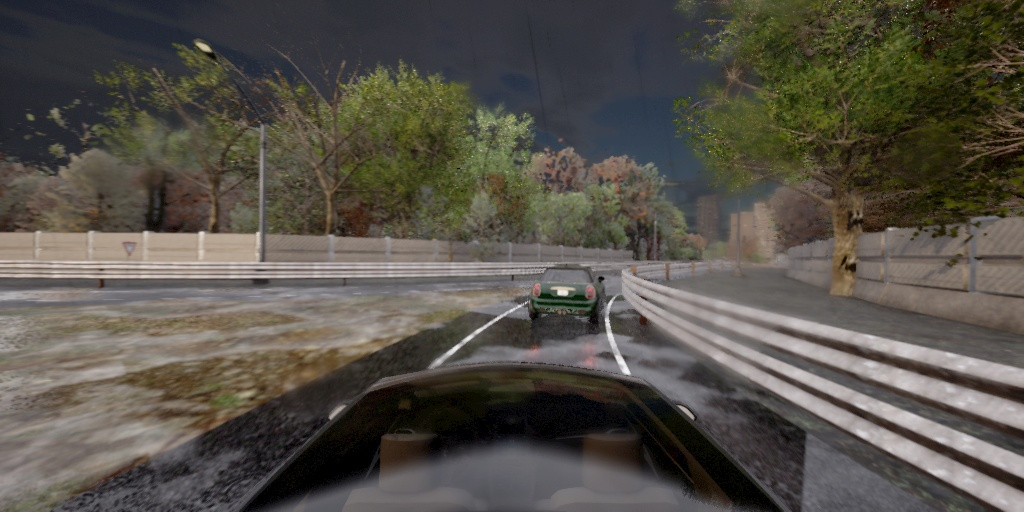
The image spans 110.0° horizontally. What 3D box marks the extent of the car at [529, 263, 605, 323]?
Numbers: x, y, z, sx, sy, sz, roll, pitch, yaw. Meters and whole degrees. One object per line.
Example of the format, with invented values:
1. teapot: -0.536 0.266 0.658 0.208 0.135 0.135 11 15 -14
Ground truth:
1. car: 2.082 1.089 12.477 2.097 1.767 4.553 1 0 17
